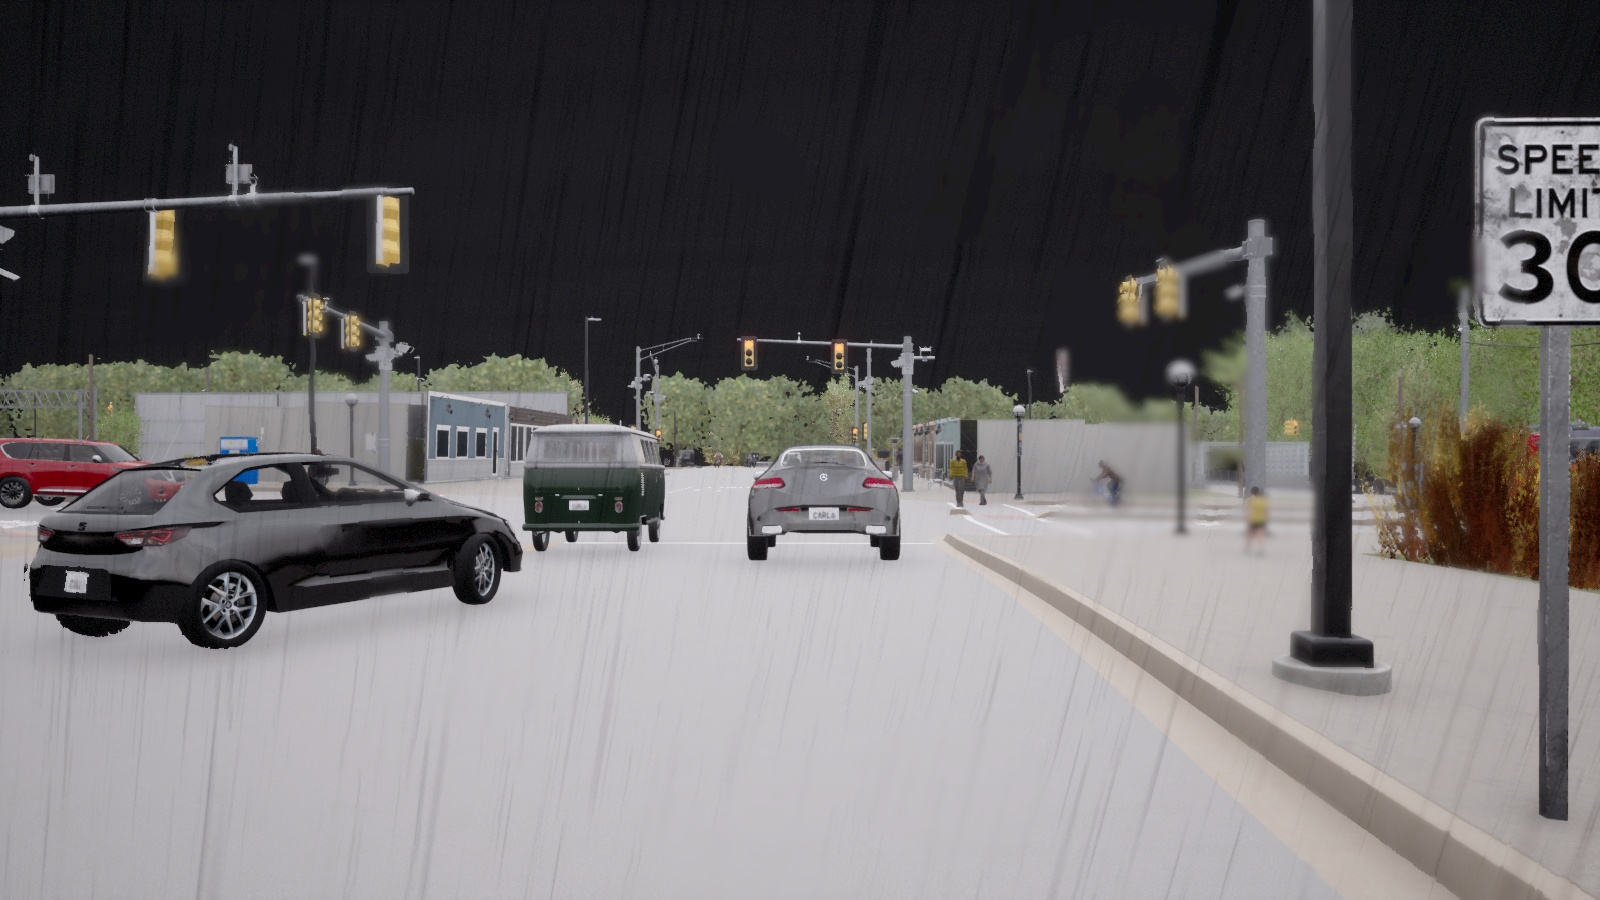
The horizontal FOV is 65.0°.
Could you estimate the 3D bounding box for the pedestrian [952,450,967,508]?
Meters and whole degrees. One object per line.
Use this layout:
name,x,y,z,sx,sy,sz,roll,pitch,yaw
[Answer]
pedestrian,5.072,0.913,39.987,0.431,1.840,0.709,0,1,4

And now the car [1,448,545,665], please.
car,-4.332,0.746,11.057,1.816,1.474,4.193,0,1,28

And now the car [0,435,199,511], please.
car,-21.005,0.661,36.899,5.566,2.045,2.150,1,0,-3

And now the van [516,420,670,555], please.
van,-3.282,0.598,20.731,1.775,1.987,4.442,0,-1,0

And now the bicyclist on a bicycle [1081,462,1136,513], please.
bicyclist on a bicycle,10.250,1.247,41.785,1.656,1.620,0.582,1,-1,0

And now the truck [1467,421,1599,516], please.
truck,32.456,0.827,54.751,2.891,3.827,8.468,-1,-1,6

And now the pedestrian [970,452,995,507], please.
pedestrian,6.513,1.041,44.838,0.659,1.952,0.873,0,1,26

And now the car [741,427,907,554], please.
car,0.350,0.588,18.883,2.152,1.651,5.027,0,-1,1

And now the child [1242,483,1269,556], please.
child,7.078,1.080,19.519,0.255,1.110,0.394,0,1,-2
